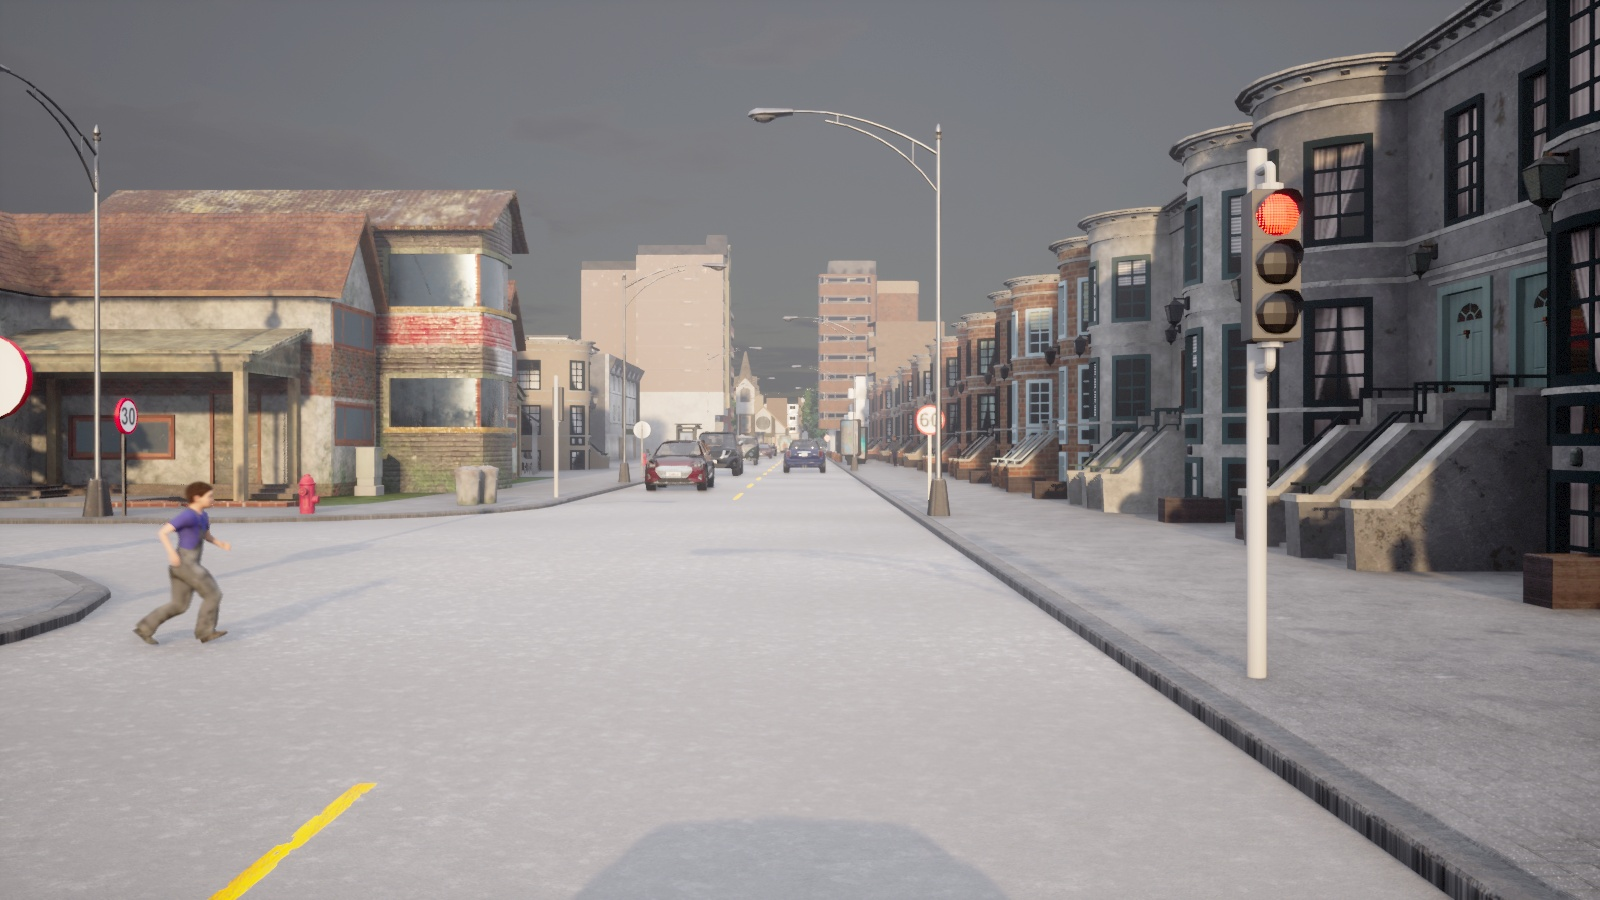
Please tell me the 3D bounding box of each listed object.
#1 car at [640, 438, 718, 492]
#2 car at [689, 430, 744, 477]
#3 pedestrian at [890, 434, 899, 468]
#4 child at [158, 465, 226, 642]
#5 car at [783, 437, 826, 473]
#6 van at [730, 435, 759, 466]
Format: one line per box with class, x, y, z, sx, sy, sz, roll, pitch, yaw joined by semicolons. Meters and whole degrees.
car;-3.853;0.443;40.826;2.033;1.649;4.856;0;0;0
car;-3.793;0.132;58.004;2.150;2.045;5.566;0;1;0
pedestrian;5.489;0.050;72.815;0.423;1.949;0.788;0;0;9
child;-4.456;0.748;9.218;0.437;1.263;0.270;0;0;-24
car;0.231;0.241;64.499;2.097;1.767;4.553;0;0;0
van;-3.698;0.022;84.065;1.775;1.987;4.442;0;0;0
